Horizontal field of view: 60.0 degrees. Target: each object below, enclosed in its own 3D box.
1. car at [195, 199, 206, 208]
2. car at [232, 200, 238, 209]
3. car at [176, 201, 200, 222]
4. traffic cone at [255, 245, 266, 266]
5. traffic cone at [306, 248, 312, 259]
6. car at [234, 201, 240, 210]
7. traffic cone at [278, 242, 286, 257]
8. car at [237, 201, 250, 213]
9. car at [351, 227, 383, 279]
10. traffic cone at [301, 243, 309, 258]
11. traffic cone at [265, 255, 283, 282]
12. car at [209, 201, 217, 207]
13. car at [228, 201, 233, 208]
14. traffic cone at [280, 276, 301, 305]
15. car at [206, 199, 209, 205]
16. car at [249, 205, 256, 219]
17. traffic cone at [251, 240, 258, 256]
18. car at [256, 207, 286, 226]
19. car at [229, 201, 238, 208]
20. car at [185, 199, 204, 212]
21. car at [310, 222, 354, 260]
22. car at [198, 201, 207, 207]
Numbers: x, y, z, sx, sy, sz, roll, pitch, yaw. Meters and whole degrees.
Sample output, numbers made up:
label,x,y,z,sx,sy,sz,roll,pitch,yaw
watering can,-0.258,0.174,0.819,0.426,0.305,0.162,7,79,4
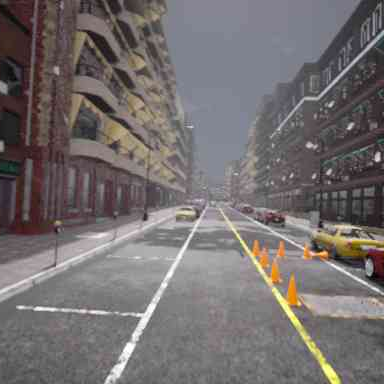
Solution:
label,x,y,z,sx,sy,sz,roll,pitch,yaw
car,1.836,2.374,69.704,2.192,1.841,5.009,4,-1,4
car,9.361,2.722,63.648,1.967,1.590,4.097,4,-1,4
car,-0.495,1.911,30.894,1.752,1.417,4.829,4,-1,4
traffic cone,2.448,2.202,11.324,0.340,0.580,0.340,2,-1,3
traffic cone,4.847,2.440,12.763,0.580,0.340,0.340,2,-1,-4
car,9.018,2.727,58.126,1.887,1.381,4.507,4,-1,4
traffic cone,3.564,2.274,13.261,0.340,0.580,0.340,2,-1,3
car,8.688,2.629,52.606,1.887,1.381,4.507,4,-1,4
car,6.049,1.906,8.445,1.887,1.381,4.507,4,-1,4
traffic cone,4.561,2.315,13.200,0.340,0.580,0.340,2,-1,3
traffic cone,2.329,2.172,9.328,0.340,0.580,0.340,2,-1,3
car,4.962,2.841,79.576,2.128,1.511,4.902,2,-1,3
car,9.987,2.797,74.692,2.192,1.841,5.009,4,-1,4
traffic cone,2.209,2.141,7.332,0.340,0.580,0.340,2,-1,3
car,1.506,2.274,64.185,2.192,1.841,5.009,4,-1,4
car,7.698,2.353,36.046,2.008,1.369,4.403,4,-1,4
traffic cone,2.567,2.233,13.321,0.340,0.580,0.340,2,-1,3
car,7.369,2.257,30.525,1.887,1.381,4.507,4,-1,4
car,10.637,3.131,85.732,1.967,1.590,4.097,4,-1,4
car,-0.141,1.794,36.587,2.192,1.841,5.009,4,-1,4
car,6.391,1.974,14.136,1.752,1.417,4.829,4,-1,4
car,2.478,2.829,80.742,1.947,1.339,4.313,4,-1,4
